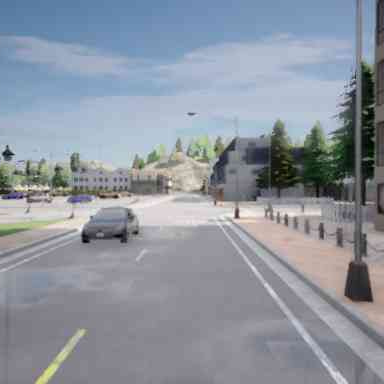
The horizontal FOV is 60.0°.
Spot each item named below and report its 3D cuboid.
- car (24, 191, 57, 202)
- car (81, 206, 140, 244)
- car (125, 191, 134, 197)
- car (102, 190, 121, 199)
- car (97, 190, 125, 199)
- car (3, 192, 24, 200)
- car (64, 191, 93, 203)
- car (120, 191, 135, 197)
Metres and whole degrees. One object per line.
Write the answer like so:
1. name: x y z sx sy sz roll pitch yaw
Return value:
1. car: -24.820 0.991 54.621 3.806 1.475 1.970 0 0 0
2. car: -3.575 1.410 15.317 1.812 1.442 4.674 0 0 0
3. car: -17.685 0.525 85.924 5.027 1.636 2.152 0 0 0
4. car: -17.680 0.544 73.130 3.866 1.878 1.905 0 0 0
5. car: -17.267 0.586 70.225 4.605 1.855 1.932 0 0 0
6. car: -35.816 0.837 66.609 3.633 1.501 1.845 0 0 0
7. car: -17.398 1.002 51.643 3.633 1.501 1.845 0 0 0
8. car: -18.011 0.556 92.342 3.806 1.475 1.970 0 0 0
